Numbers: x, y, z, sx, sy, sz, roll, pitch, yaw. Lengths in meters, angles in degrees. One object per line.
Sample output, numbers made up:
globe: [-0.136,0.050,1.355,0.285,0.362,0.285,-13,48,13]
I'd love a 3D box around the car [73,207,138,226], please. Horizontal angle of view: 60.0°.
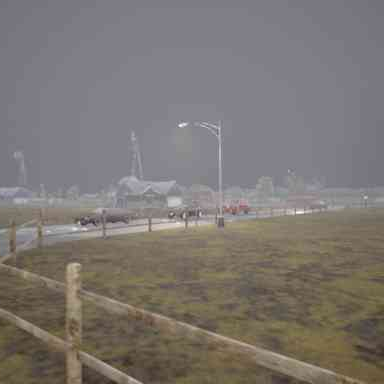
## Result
car: [-6.658,1.880,26.314,2.033,1.411,5.357,-2,-2,36]

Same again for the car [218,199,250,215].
car: [5.557,1.907,43.390,2.150,2.045,5.566,-2,-2,36]

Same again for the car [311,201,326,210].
car: [24.067,2.433,62.910,2.097,1.767,4.553,-2,-2,36]

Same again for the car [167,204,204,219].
car: [-0.637,2.008,34.729,1.837,1.490,4.892,-2,-2,36]
